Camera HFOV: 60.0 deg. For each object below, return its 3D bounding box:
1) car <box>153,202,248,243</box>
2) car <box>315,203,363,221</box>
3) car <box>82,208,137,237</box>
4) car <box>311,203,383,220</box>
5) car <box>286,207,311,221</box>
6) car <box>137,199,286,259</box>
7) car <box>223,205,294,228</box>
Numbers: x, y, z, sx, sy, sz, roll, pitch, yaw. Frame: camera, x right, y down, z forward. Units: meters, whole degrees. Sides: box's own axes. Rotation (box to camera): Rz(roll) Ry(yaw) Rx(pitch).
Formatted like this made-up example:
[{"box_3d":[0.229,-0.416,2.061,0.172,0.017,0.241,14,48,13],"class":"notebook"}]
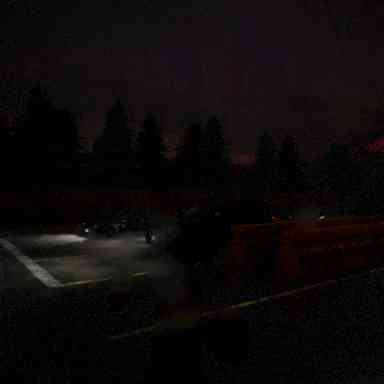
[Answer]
[{"box_3d":[0.514,1.447,17.230,4.553,1.767,2.097,1,0,-35],"class":"car"},{"box_3d":[13.681,1.773,30.910,4.892,1.490,1.837,1,0,-35],"class":"car"},{"box_3d":[-3.342,1.622,18.822,5.357,1.411,2.033,1,0,-39],"class":"car"},{"box_3d":[9.306,1.525,19.199,4.553,1.767,2.097,1,0,-35],"class":"car"},{"box_3d":[8.667,1.714,23.037,4.674,1.442,1.812,1,0,-35],"class":"car"},{"box_3d":[0.934,1.299,13.234,5.566,2.045,2.150,1,0,-36],"class":"car"},{"box_3d":[5.021,1.718,24.741,5.357,1.411,2.033,1,0,-35],"class":"car"}]
